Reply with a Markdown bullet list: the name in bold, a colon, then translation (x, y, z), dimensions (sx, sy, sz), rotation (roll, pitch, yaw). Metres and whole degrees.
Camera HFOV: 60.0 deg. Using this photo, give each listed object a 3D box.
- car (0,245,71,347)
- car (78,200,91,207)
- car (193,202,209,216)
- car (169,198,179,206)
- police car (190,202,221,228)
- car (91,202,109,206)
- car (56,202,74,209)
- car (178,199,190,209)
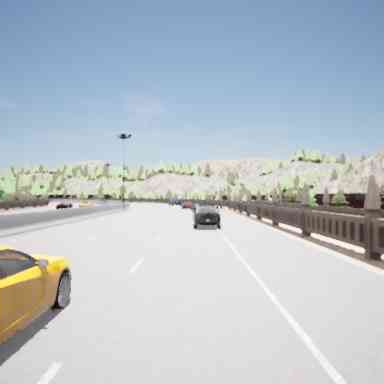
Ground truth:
- **car**: translation (-3.402, 1.483, 4.848), dimensions (1.882, 1.535, 5.008), rotation (0, -1, 0)
- **car**: translation (-18.369, 2.214, 57.735), dimensions (1.882, 1.535, 5.008), rotation (0, -1, -7)
- **car**: translation (1.040, 2.020, 40.304), dimensions (1.812, 1.442, 4.674), rotation (0, -1, 0)
- **car**: translation (-3.882, 2.165, 74.918), dimensions (2.097, 1.767, 4.553), rotation (0, -1, -16)
- **police car**: translation (1.044, 1.699, 24.417), dimensions (1.930, 1.638, 5.238), rotation (0, -1, 0)
- **car**: translation (-14.478, 2.283, 53.897), dimensions (1.895, 1.301, 4.718), rotation (0, -1, -4)
- **car**: translation (-21.763, 2.326, 56.947), dimensions (1.895, 1.301, 4.718), rotation (0, -1, -6)
- **car**: translation (-0.753, 2.316, 58.886), dimensions (1.994, 1.385, 4.181), rotation (0, -1, -8)
